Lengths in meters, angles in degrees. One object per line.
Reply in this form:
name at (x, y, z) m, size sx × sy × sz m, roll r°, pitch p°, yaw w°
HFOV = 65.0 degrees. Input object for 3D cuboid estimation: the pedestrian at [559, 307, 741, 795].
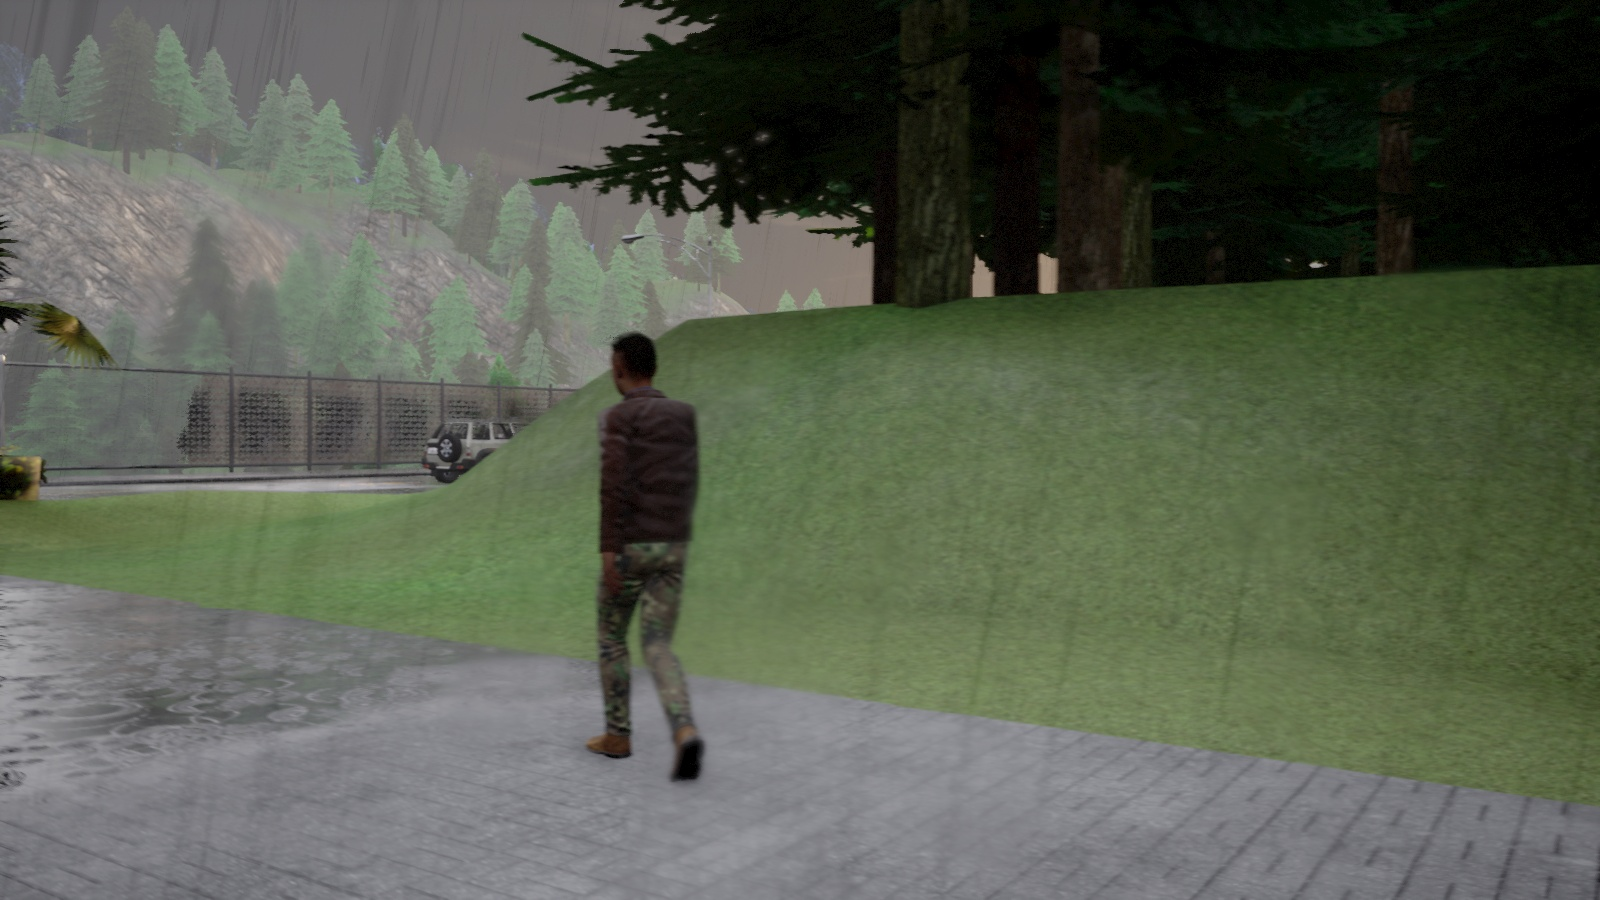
pedestrian at (-0.625, 0.378, 5.147) m, size 0.431 × 1.840 × 0.703 m, roll -1°, pitch 1°, yaw -37°

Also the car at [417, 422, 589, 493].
car at (-8.245, 0.159, 35.250) m, size 1.932 × 1.855 × 4.605 m, roll 0°, pitch 1°, yaw 34°
